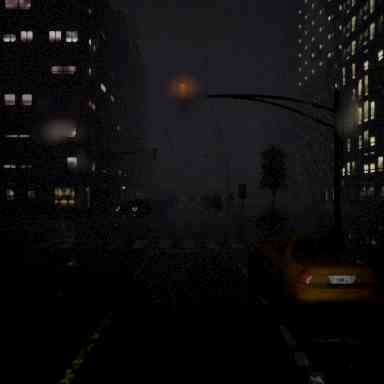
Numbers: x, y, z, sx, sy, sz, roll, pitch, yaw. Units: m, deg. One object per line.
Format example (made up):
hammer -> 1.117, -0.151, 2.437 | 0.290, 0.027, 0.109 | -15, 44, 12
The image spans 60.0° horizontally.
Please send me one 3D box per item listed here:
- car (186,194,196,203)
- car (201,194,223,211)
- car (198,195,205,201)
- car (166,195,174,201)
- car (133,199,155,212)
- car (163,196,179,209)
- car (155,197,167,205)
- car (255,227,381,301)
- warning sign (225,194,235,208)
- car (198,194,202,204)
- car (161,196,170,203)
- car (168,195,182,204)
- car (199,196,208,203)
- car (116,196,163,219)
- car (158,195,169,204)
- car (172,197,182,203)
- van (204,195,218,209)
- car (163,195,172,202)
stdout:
car -> -0.128, 1.607, 69.248 | 2.033, 1.411, 5.357 | 0, 0, 0
car -> 2.611, 1.332, 40.477 | 2.192, 1.841, 5.009 | 0, 0, 0
car -> 2.520, 1.626, 90.386 | 1.752, 1.417, 4.829 | 0, 0, 0
car -> -5.859, 1.625, 90.031 | 1.752, 1.417, 4.829 | 0, 0, 0
car -> -5.767, 1.568, 40.461 | 2.008, 1.369, 4.403 | 0, 0, 0
car -> -3.179, 1.585, 44.126 | 1.994, 1.385, 4.181 | 0, 0, 0
car -> -5.809, 1.592, 62.567 | 1.887, 1.381, 4.507 | 0, 0, 0
car -> 2.672, 1.526, 8.234 | 1.752, 1.417, 4.829 | 0, 0, 0
warning sign -> 4.992, 1.136, 43.738 | 1.300, 1.860, 1.060 | 0, 0, 0
car -> 2.570, 1.362, 62.583 | 2.192, 1.841, 5.009 | 0, 0, 0
car -> -5.829, 1.649, 73.621 | 1.802, 1.307, 4.206 | 0, 0, 0
car -> -3.188, 1.517, 58.052 | 1.882, 1.535, 5.008 | 0, 0, 0
car -> 2.551, 1.612, 73.637 | 1.887, 1.381, 4.507 | 0, 0, 0
car -> -4.759, 1.382, 29.344 | 2.097, 1.767, 4.553 | -1, 0, 21
car -> -5.820, 1.497, 68.095 | 1.967, 1.590, 4.097 | 0, 0, 0
car -> -3.131, 1.649, 71.348 | 1.895, 1.301, 4.718 | 0, 0, 0
van -> 2.601, 1.364, 46.003 | 1.690, 1.788, 3.998 | 0, 0, 0
car -> -5.840, 1.517, 79.148 | 1.967, 1.590, 4.097 | 0, 0, 0
